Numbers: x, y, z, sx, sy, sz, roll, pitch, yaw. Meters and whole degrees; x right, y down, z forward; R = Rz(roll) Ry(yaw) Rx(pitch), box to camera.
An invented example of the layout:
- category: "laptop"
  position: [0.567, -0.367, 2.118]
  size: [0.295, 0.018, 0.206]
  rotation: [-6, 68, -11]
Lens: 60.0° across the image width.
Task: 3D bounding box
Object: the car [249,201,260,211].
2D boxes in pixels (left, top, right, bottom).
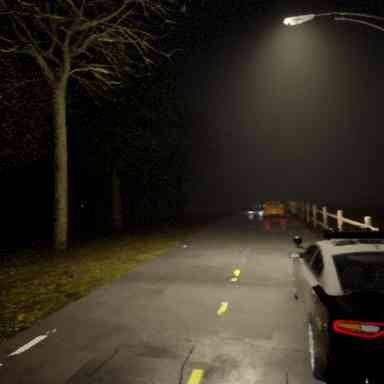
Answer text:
- category: "car"
  position: [10.064, 2.201, 51.485]
  size: [1.812, 1.442, 4.674]
  rotation: [-2, -2, 19]

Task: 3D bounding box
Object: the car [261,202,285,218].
- category: "car"
  position: [7.948, 1.689, 32.391]
  size: [1.882, 1.535, 5.008]
  rotation: [-2, -1, 13]

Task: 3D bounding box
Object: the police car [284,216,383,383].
- category: "police car"
  position: [2.697, 1.405, 5.378]
  size: [1.930, 1.638, 5.238]
  rotation: [-2, -1, 13]
